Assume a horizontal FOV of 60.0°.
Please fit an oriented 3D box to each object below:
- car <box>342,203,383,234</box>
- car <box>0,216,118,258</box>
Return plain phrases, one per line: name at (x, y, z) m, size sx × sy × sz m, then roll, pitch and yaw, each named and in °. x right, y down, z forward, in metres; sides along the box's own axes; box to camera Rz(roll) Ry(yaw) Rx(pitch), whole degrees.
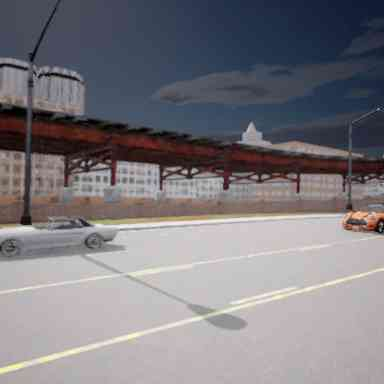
car at (11.331, 1.498, 20.502) m, size 4.553 × 1.767 × 2.097 m, roll 1°, pitch 0°, yaw -34°
car at (-5.446, 1.621, 13.002) m, size 4.718 × 1.301 × 1.895 m, roll 0°, pitch 0°, yaw -35°
